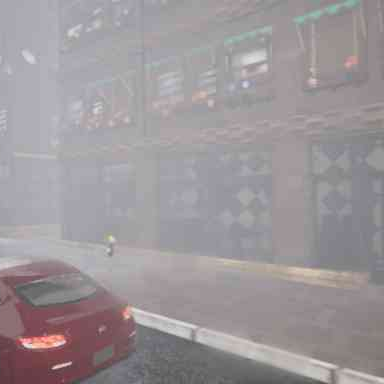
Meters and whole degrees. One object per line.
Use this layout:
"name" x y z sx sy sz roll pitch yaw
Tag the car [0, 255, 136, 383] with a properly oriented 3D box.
"car" -2.627 1.592 4.765 4.206 1.307 1.802 0 -1 36
